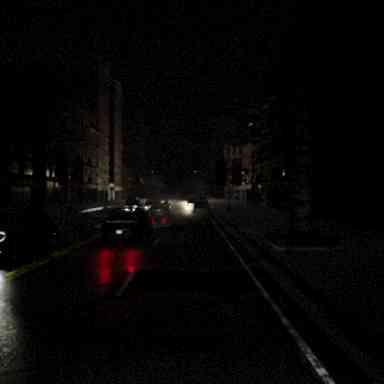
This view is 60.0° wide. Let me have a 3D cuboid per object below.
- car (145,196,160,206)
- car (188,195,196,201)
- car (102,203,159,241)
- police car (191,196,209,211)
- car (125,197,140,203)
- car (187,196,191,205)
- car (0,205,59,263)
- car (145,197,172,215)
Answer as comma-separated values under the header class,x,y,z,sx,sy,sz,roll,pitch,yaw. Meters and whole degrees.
class,x,y,z,sx,sy,sz,roll,pitch,yaw
car,-6.535,1.523,55.008,1.882,1.535,5.008,0,0,0
car,0.034,1.465,76.489,1.895,1.301,4.718,0,0,0
car,-3.142,1.507,16.762,2.128,1.511,4.902,0,0,0
police car,1.156,1.463,41.933,1.930,1.638,5.238,0,0,0
car,-9.783,1.536,55.098,2.128,1.511,4.902,0,0,0
car,0.027,1.649,61.176,1.895,1.301,4.718,0,0,0
car,-6.594,1.363,11.922,2.097,1.767,4.553,0,0,0
car,-3.136,1.523,33.817,2.128,1.511,4.902,0,0,0
